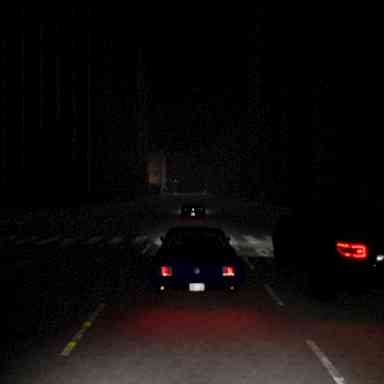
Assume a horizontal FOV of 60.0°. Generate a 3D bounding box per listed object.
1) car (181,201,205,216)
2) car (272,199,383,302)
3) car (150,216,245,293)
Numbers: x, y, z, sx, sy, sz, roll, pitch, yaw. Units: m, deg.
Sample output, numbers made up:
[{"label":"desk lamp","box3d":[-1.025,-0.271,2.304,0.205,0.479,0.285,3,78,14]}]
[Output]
[{"label":"car","box3d":[0.092,1.398,28.173,1.895,1.301,4.718,0,0,0]},{"label":"car","box3d":[3.606,1.176,8.298,2.150,2.045,5.566,0,0,0]},{"label":"car","box3d":[0.081,1.553,8.692,1.895,1.301,4.718,0,0,-1]}]
